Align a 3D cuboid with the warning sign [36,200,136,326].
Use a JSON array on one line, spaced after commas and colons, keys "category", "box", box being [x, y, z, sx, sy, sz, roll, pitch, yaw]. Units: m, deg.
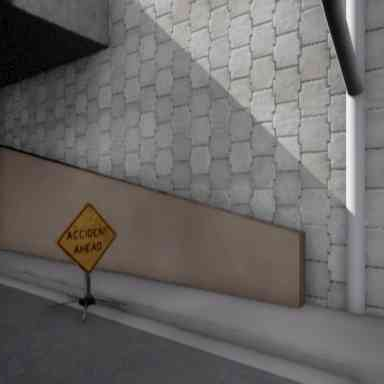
[{"category": "warning sign", "box": [-1.841, 1.099, 5.858, 1.060, 1.860, 1.300, 0, 0, 35]}]
